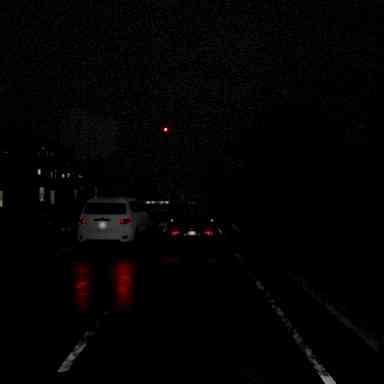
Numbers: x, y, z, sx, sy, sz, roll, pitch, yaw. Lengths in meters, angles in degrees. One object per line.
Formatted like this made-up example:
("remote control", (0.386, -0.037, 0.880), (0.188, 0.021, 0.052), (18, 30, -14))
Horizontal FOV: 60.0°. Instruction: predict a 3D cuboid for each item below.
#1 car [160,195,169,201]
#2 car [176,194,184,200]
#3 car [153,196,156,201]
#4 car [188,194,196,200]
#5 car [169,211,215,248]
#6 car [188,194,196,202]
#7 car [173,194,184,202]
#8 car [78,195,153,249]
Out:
("car", (-6.500, 1.520, 79.195), (1.994, 1.385, 4.181), (0, 0, 0))
("car", (-3.252, 1.277, 88.553), (1.882, 1.535, 5.008), (0, 0, 0))
("car", (-9.750, 1.520, 79.195), (1.994, 1.385, 4.181), (0, 0, 0))
("car", (-0.002, 1.325, 88.553), (2.128, 1.511, 4.902), (0, 0, 0))
("car", (0.000, 1.561, 14.729), (2.033, 1.411, 5.357), (0, 0, 0))
("car", (-0.001, 1.455, 74.832), (1.895, 1.301, 4.718), (0, 0, 0))
("car", (-3.251, 1.360, 74.801), (1.837, 1.490, 4.892), (0, 0, 0))
("car", (-3.250, 1.255, 14.758), (2.150, 2.045, 5.566), (0, 0, 0))
